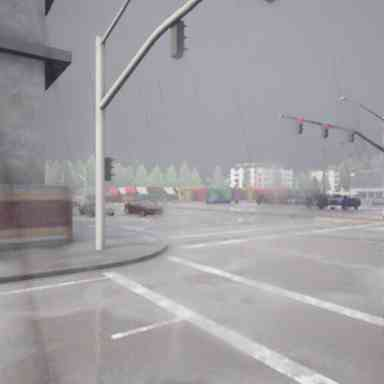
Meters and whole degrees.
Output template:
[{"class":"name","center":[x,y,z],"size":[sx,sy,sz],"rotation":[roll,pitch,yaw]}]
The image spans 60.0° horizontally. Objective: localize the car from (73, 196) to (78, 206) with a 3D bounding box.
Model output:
[{"class":"car","center":[-18.230,1.290,49.339],"size":[2.097,1.767,4.553],"rotation":[0,0,-35]}]

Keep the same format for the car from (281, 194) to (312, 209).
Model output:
[{"class":"car","center":[16.067,1.381,51.052],"size":[3.806,1.475,1.970],"rotation":[0,0,-35]}]

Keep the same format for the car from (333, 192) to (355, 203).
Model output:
[{"class":"car","center":[36.144,1.131,78.973],"size":[3.866,1.878,1.905],"rotation":[0,0,-35]}]

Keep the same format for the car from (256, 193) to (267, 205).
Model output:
[{"class":"car","center":[12.798,1.138,55.572],"size":[4.605,1.855,1.932],"rotation":[0,0,-35]}]

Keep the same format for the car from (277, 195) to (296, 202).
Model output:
[{"class":"car","center":[20.244,1.344,71.215],"size":[3.905,1.438,1.784],"rotation":[0,0,-35]}]

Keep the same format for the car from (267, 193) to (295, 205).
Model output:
[{"class":"car","center":[14.392,1.349,53.413],"size":[3.905,1.438,1.784],"rotation":[0,0,-35]}]

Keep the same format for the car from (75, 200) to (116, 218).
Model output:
[{"class":"car","center":[-8.527,1.541,29.774],"size":[1.895,1.301,4.718],"rotation":[0,0,-36]}]

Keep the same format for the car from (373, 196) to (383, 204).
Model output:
[{"class":"car","center":[31.721,1.376,55.088],"size":[3.806,1.475,1.970],"rotation":[0,0,-35]}]

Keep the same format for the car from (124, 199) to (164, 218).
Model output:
[{"class":"car","center":[-4.383,1.417,30.008],"size":[1.882,1.535,5.008],"rotation":[0,0,-36]}]
